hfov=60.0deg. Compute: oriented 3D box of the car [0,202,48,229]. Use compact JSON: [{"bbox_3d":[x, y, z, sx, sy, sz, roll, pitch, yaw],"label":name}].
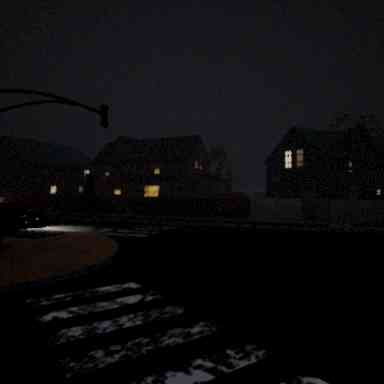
[{"bbox_3d":[-10.452,1.298,19.218,4.181,1.385,1.994,0,0,21],"label":"car"}]
